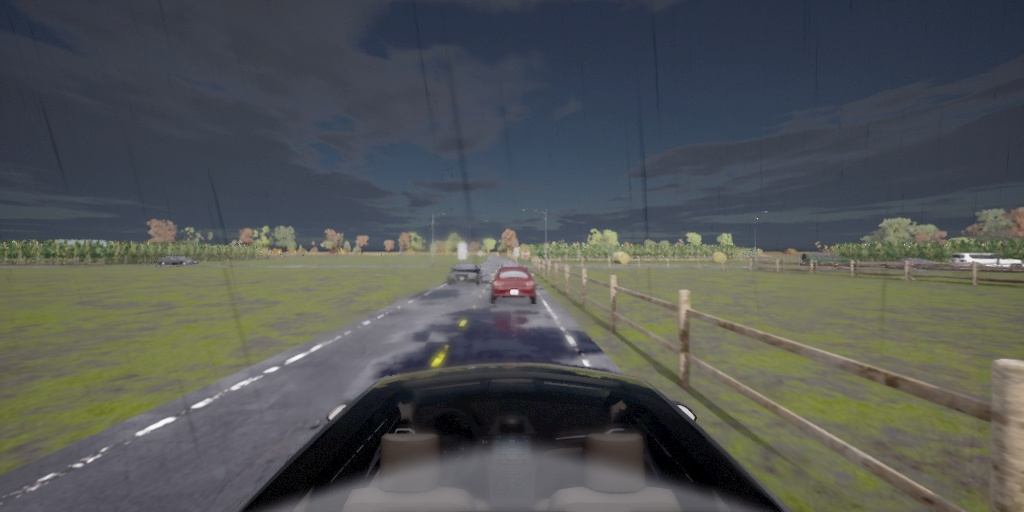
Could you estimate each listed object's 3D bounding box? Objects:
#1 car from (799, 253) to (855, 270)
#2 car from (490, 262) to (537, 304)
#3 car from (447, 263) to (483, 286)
[{"bbox_3d":[39.244,0.661,44.756,5.566,2.045,2.150,0,1,15],"label":"car"},{"bbox_3d":[0.042,1.161,15.541,1.812,1.442,4.674,0,0,-1],"label":"car"},{"bbox_3d":[-2.973,1.132,23.292,1.994,1.385,4.181,0,0,-1],"label":"car"}]
